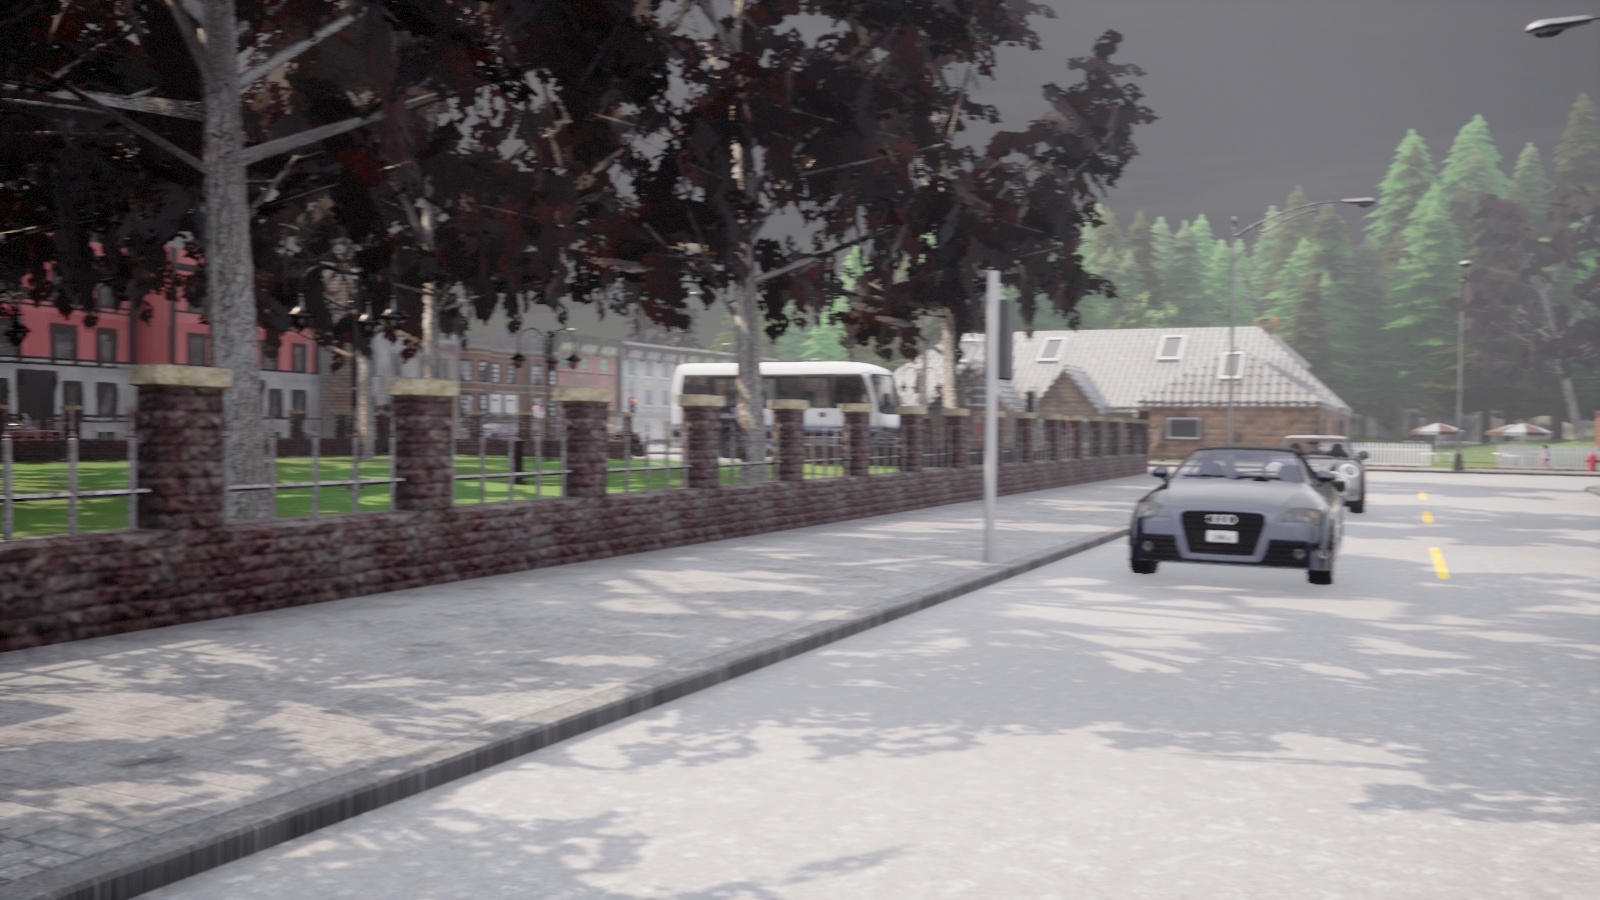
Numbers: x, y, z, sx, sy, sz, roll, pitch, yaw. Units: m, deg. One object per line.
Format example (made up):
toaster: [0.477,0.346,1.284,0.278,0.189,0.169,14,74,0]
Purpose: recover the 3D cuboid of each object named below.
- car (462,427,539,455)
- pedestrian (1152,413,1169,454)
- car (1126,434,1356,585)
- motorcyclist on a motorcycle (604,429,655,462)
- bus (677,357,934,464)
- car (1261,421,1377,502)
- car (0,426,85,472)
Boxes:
car: [-18.567,-0.604,78.024,2.033,1.649,4.856,0,1,26]
pedestrian: [16.104,-0.731,56.077,0.694,1.848,0.540,0,1,21]
car: [5.111,0.538,14.177,1.994,1.385,4.181,0,1,26]
motorcyclist on a motorcycle: [-7.856,-0.211,57.815,2.191,1.530,0.866,0,1,24]
bus: [0.195,-1.622,53.840,10.273,4.253,3.944,0,1,25]
car: [10.475,0.176,25.193,1.970,1.475,3.806,0,1,25]
car: [-29.551,-0.042,46.452,2.152,1.651,5.027,0,1,27]
